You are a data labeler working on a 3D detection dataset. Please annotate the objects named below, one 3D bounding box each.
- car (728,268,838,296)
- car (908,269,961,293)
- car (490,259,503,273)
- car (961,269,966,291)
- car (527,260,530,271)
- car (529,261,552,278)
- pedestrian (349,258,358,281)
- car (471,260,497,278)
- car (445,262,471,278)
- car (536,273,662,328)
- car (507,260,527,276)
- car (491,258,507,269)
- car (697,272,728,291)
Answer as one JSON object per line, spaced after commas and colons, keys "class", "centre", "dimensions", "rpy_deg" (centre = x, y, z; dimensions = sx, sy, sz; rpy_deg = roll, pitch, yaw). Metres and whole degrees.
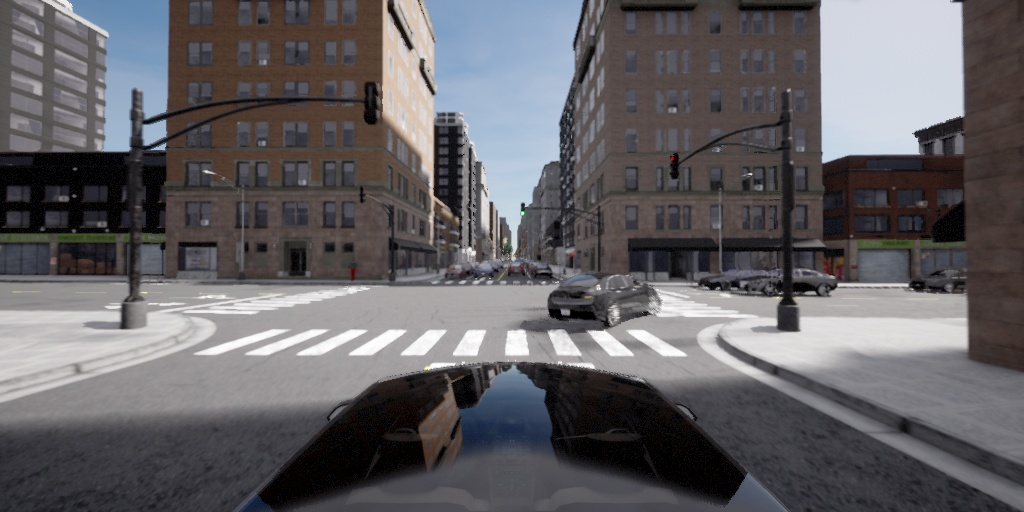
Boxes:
{"class": "car", "centre": [15.469, 1.450, 20.258], "dimensions": [4.902, 1.511, 2.128], "rpy_deg": [0, -1, 0]}
{"class": "car", "centre": [28.929, 1.591, 23.411], "dimensions": [4.892, 1.490, 1.837], "rpy_deg": [-1, -1, 0]}
{"class": "car", "centre": [-2.612, 1.487, 47.270], "dimensions": [2.033, 1.411, 5.357], "rpy_deg": [0, 0, 1]}
{"class": "car", "centre": [28.896, 1.572, 20.161], "dimensions": [4.674, 1.442, 1.812], "rpy_deg": [0, -1, 1]}
{"class": "car", "centre": [3.060, 1.459, 41.017], "dimensions": [1.888, 1.381, 4.507], "rpy_deg": [0, 0, 1]}
{"class": "car", "centre": [2.989, 1.457, 35.487], "dimensions": [1.948, 1.339, 4.313], "rpy_deg": [0, 0, 1]}
{"class": "pedestrian", "centre": [-12.354, 1.010, 27.865], "dimensions": [0.375, 1.860, 0.375], "rpy_deg": [0, -1, 0]}
{"class": "car", "centre": [-2.765, 1.420, 36.081], "dimensions": [1.812, 1.442, 4.674], "rpy_deg": [0, 0, -1]}
{"class": "car", "centre": [-5.536, 1.475, 35.593], "dimensions": [1.802, 1.307, 4.207], "rpy_deg": [0, 0, 1]}
{"class": "car", "centre": [3.142, 1.298, 11.713], "dimensions": [1.837, 1.490, 4.892], "rpy_deg": [-4, -2, 43]}
{"class": "car", "centre": [0.489, 1.439, 40.859], "dimensions": [1.812, 1.442, 4.674], "rpy_deg": [0, 0, 1]}
{"class": "car", "centre": [-2.357, 1.546, 62.129], "dimensions": [2.033, 1.411, 5.357], "rpy_deg": [0, 0, 1]}
{"class": "car", "centre": [15.204, 1.550, 23.509], "dimensions": [5.357, 1.411, 2.033], "rpy_deg": [0, -1, 0]}
